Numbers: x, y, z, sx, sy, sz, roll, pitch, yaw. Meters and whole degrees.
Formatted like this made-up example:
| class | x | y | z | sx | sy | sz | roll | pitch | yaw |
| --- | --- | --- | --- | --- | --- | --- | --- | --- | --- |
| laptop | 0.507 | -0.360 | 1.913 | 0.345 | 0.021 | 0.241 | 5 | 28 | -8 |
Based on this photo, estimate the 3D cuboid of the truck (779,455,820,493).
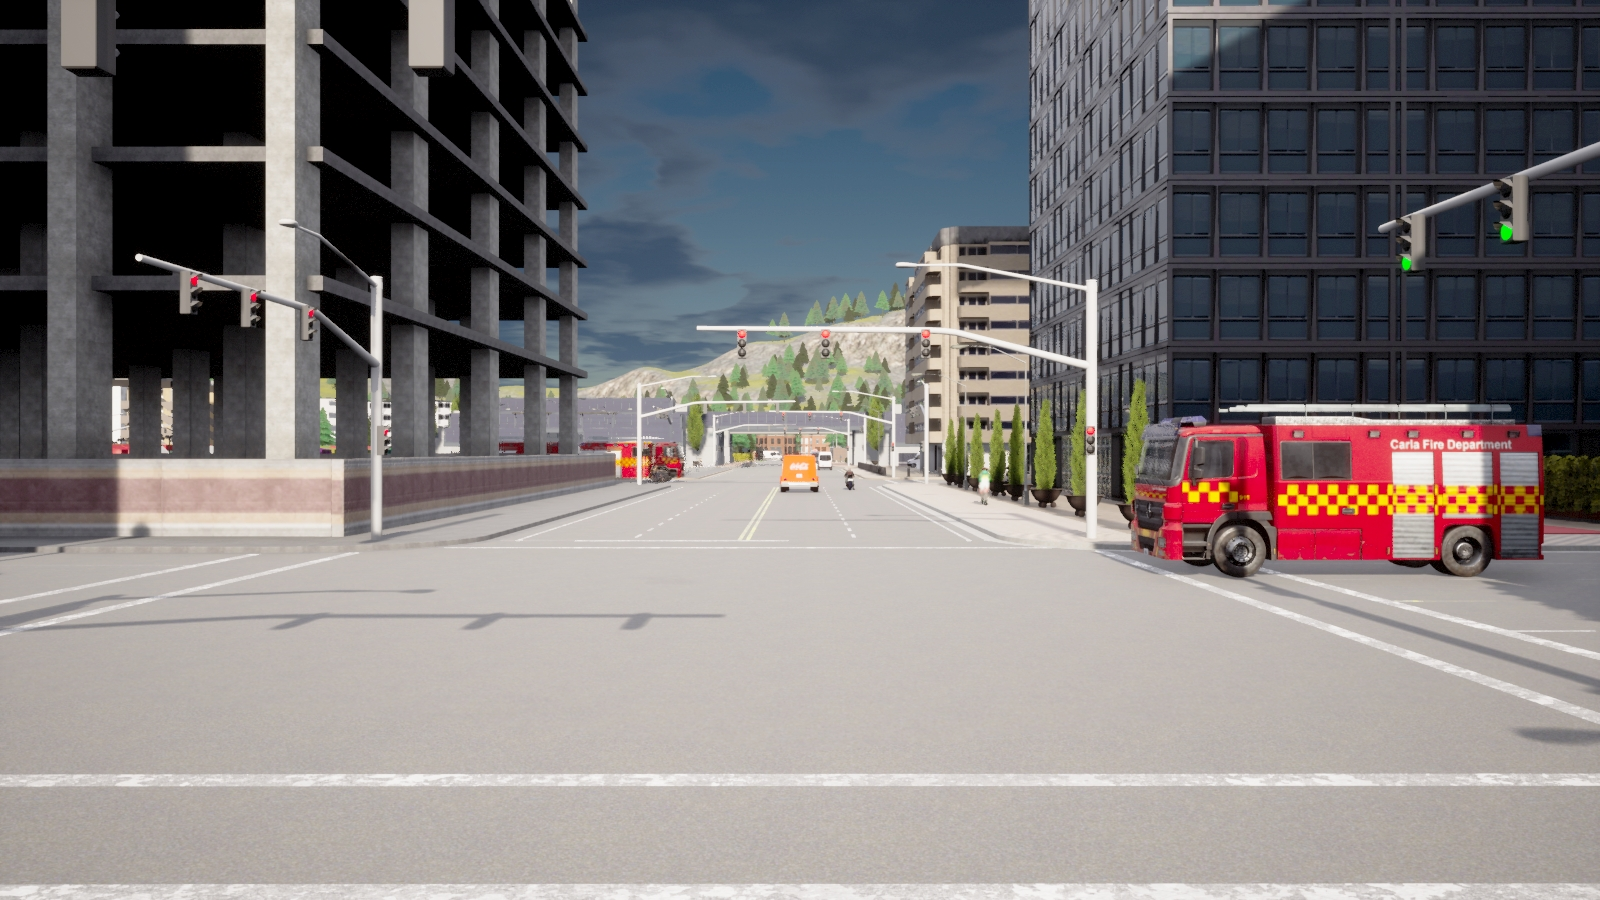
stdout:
| class | x | y | z | sx | sy | sz | roll | pitch | yaw |
| --- | --- | --- | --- | --- | --- | --- | --- | --- | --- |
| truck | -0.023 | 1.564 | 76.782 | 2.627 | 2.467 | 5.204 | 0 | 0 | 0 |

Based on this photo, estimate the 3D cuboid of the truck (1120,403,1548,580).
| class | x | y | z | sx | sy | sz | roll | pitch | yaw |
| --- | --- | --- | --- | --- | --- | --- | --- | --- | --- |
| truck | 11.970 | 0.889 | 26.163 | 8.468 | 3.827 | 2.891 | 0 | 0 | -1 |

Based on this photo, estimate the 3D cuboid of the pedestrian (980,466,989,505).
| class | x | y | z | sx | sy | sz | roll | pitch | yaw |
| --- | --- | --- | --- | --- | --- | --- | --- | --- | --- |
| pedestrian | 8.886 | 1.693 | 54.996 | 0.375 | 1.860 | 0.375 | 0 | 0 | -1 |
